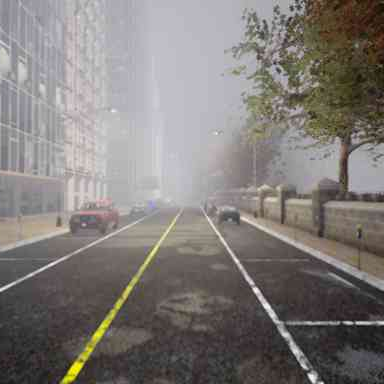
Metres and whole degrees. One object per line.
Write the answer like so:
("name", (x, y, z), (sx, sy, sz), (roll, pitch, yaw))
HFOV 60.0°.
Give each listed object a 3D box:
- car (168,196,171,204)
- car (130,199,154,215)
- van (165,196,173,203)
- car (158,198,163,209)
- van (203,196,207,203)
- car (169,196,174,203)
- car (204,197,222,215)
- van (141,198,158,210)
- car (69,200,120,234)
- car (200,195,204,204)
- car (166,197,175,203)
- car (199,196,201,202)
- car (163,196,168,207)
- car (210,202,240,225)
("car", (-5.814, 1.989, 64.964), (1.947, 1.339, 4.313), (0, 0, 0))
("car", (-5.820, 1.809, 37.161), (2.008, 1.369, 4.403), (0, 0, 0))
("van", (-5.663, 1.850, 81.645), (1.690, 1.788, 3.998), (0, 0, 0))
("car", (-5.818, 1.894, 48.282), (1.947, 1.339, 4.313), (0, 0, 0))
("van", (2.708, 1.633, 42.456), (1.690, 1.788, 3.998), (0, 0, 0))
("car", (-5.675, 2.005, 75.914), (1.752, 1.417, 4.829), (0, 0, 0))
("car", (2.705, 1.697, 36.896), (1.967, 1.590, 4.097), (0, 0, 0))
("van", (-5.817, 1.635, 42.723), (1.690, 1.788, 3.998), (0, 0, 0))
("car", (-5.823, 1.461, 20.481), (2.192, 1.841, 5.009), (0, 0, 0))
("car", (2.709, 1.641, 48.015), (2.192, 1.841, 5.009), (0, 0, 0))
("car", (-5.633, 2.102, 87.186), (1.947, 1.339, 4.313), (1, 0, 1))
("car", (2.714, 2.061, 75.815), (1.802, 1.307, 4.206), (0, 0, 0))
("car", (-5.814, 1.833, 59.405), (1.967, 1.590, 4.097), (0, 0, 0))
("car", (2.702, 1.733, 25.775), (2.008, 1.369, 4.403), (0, 0, 0))
